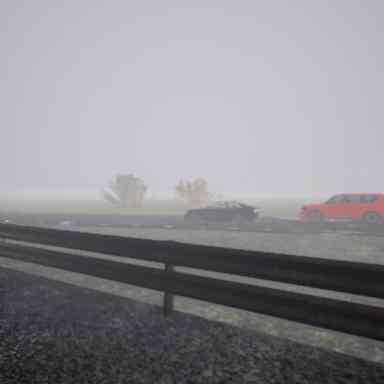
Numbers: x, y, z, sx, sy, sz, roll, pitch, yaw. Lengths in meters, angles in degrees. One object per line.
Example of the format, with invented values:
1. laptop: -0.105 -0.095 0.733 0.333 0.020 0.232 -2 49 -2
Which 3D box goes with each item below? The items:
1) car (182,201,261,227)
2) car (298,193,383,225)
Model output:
1. car: 1.816 1.302 20.879 4.902 1.511 2.128 0 0 18
2. car: 9.934 1.097 21.933 5.566 2.045 2.150 0 0 18
